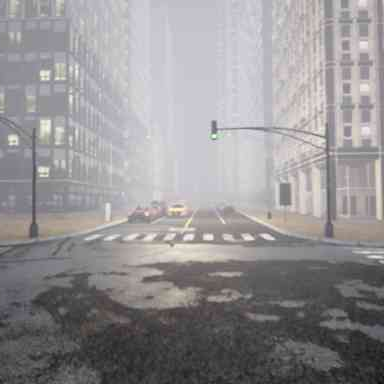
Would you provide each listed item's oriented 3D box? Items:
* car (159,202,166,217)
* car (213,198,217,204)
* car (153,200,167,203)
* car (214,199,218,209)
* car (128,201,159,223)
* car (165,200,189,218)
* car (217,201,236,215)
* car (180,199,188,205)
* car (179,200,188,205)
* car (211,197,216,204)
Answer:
[{"bbox_3d":[-4.227,2.067,35.266,1.802,1.307,4.206,1,-1,2],"label":"car"},{"bbox_3d":[5.017,2.257,57.292,1.947,1.339,4.313,1,-1,2],"label":"car"},{"bbox_3d":[-4.007,1.870,40.839,2.192,1.841,5.009,1,-1,2],"label":"car"},{"bbox_3d":[4.808,2.149,51.890,1.752,1.417,4.829,1,-1,2],"label":"car"},{"bbox_3d":[-4.442,1.856,29.697,1.967,1.590,4.097,1,-1,2],"label":"car"},{"bbox_3d":[-1.513,1.960,36.218,1.882,1.535,5.008,0,-1,2],"label":"car"},{"bbox_3d":[4.365,2.065,40.573,1.802,1.307,4.206,1,-1,2],"label":"car"},{"bbox_3d":[-2.058,2.746,90.971,1.947,1.339,4.313,1,-1,2],"label":"car"},{"bbox_3d":[-2.274,2.661,85.400,2.008,1.369,4.403,1,-1,2],"label":"car"},{"bbox_3d":[6.319,2.653,90.727,1.887,1.381,4.507,1,-1,2],"label":"car"}]
